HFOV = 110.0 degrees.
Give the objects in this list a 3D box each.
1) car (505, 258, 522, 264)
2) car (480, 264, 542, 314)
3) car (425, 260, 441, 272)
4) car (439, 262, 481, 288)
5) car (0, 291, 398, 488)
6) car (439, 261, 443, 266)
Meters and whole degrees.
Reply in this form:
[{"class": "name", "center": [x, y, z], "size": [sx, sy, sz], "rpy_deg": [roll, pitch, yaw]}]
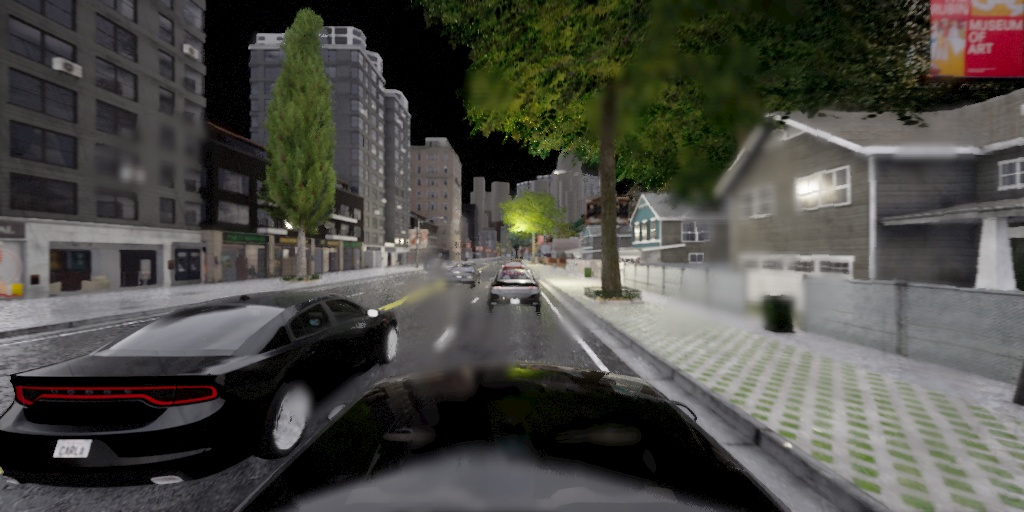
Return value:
[{"class": "car", "center": [0.109, 1.242, 32.249], "size": [1.882, 1.535, 5.008], "rpy_deg": [0, 0, 0]}, {"class": "car", "center": [0.103, 1.252, 13.952], "size": [2.128, 1.511, 4.902], "rpy_deg": [0, 0, 0]}, {"class": "car", "center": [-9.820, 1.255, 45.892], "size": [2.128, 1.511, 4.902], "rpy_deg": [0, 0, 0]}, {"class": "car", "center": [-3.144, 1.311, 23.946], "size": [2.033, 1.411, 5.357], "rpy_deg": [0, 0, 0]}, {"class": "car", "center": [-3.150, 1.231, 5.047], "size": [1.882, 1.535, 5.008], "rpy_deg": [0, 0, 0]}, {"class": "car", "center": [-6.581, 1.366, 40.460], "size": [1.895, 1.301, 4.718], "rpy_deg": [0, 0, 0]}]
